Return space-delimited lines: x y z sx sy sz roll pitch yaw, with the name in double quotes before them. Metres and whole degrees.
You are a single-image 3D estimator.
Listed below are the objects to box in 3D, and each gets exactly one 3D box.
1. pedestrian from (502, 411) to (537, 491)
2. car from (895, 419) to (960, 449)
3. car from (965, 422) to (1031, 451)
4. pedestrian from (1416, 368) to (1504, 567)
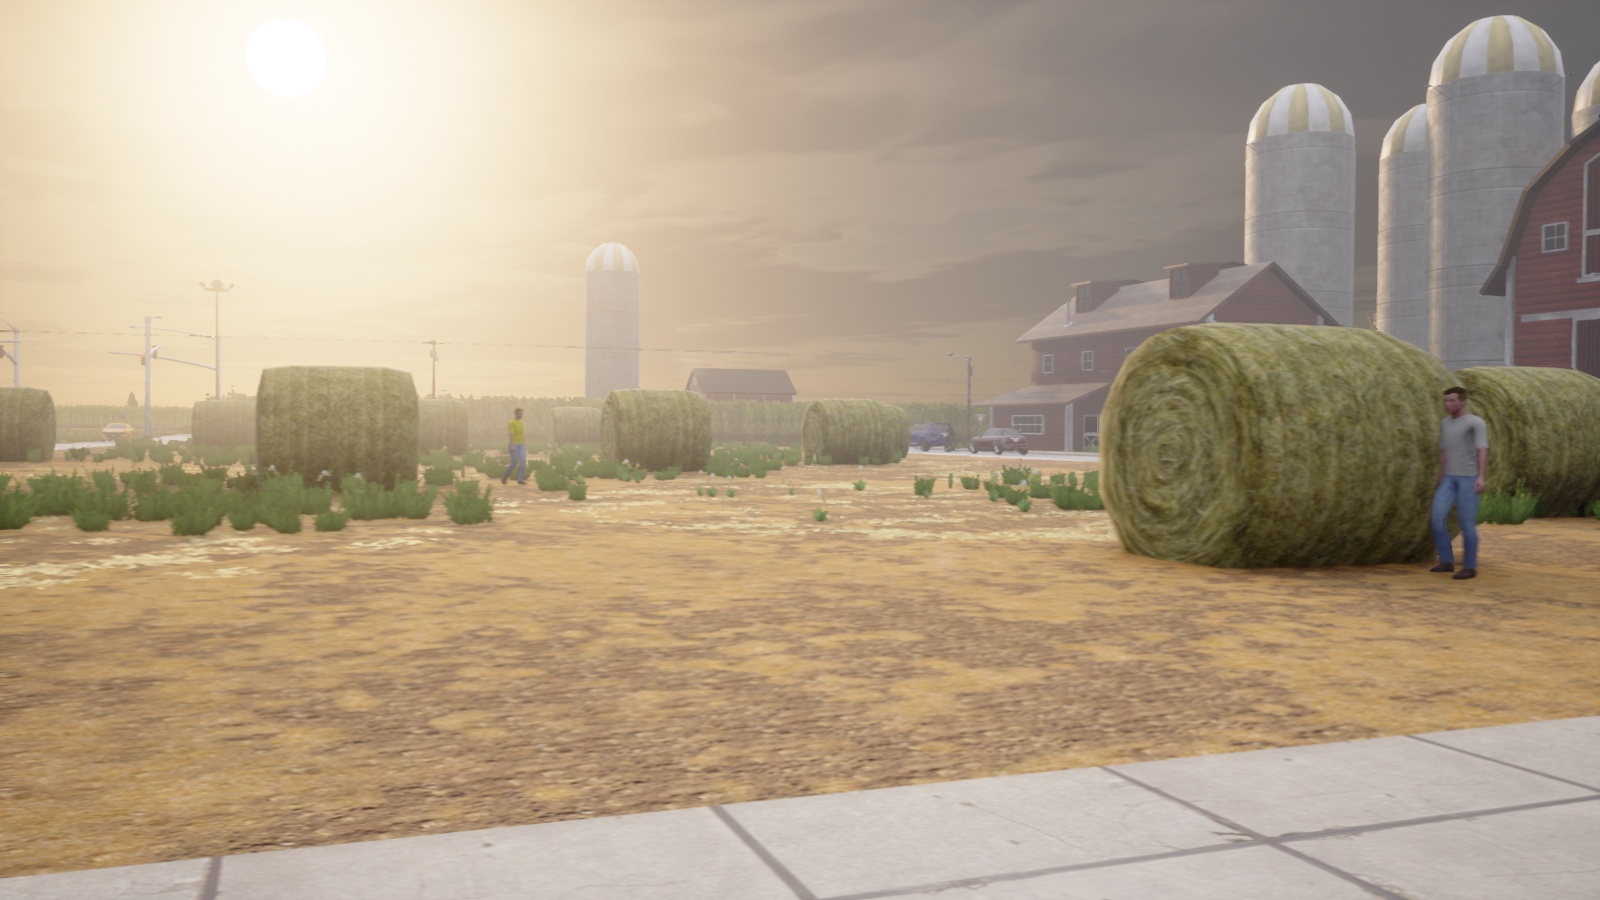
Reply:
"pedestrian" -6.506 0.012 29.085 0.706 1.836 0.354 0 1 29
"car" 8.942 -1.116 88.622 2.150 2.045 5.566 -1 1 -22
"car" 12.533 -0.870 79.665 2.097 1.767 4.553 -1 1 -22
"pedestrian" 6.244 0.155 11.882 0.706 1.836 0.354 -1 1 -20
